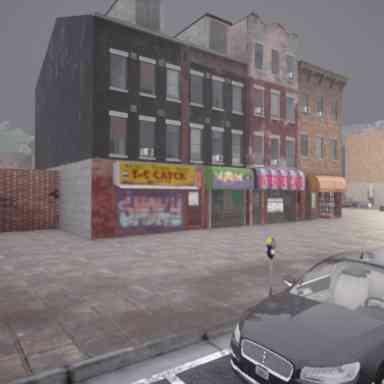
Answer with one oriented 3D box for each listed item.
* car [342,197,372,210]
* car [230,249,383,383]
[{"bbox_3d":[18.704,1.373,39.601,2.128,1.511,4.902,0,0,-36],"label":"car"},{"bbox_3d":[2.474,1.551,4.562,4.403,1.369,2.008,0,0,-35],"label":"car"}]
